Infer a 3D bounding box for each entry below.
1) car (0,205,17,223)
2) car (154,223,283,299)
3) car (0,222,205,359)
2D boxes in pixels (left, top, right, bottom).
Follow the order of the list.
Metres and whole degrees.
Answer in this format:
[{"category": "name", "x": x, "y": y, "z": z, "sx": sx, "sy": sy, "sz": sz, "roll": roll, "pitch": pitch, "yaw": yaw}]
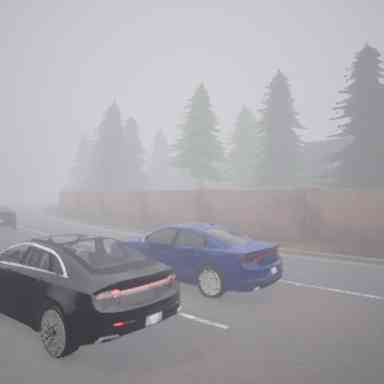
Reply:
[{"category": "car", "x": -12.863, "y": 1.576, "z": 21.625, "sx": 1.882, "sy": 1.535, "sz": 5.008, "roll": 0, "pitch": 0, "yaw": -40}, {"category": "car", "x": -0.154, "y": 1.547, "z": 8.760, "sx": 5.008, "sy": 1.535, "sz": 1.882, "roll": 0, "pitch": 0, "yaw": 39}, {"category": "car", "x": -2.409, "y": 1.528, "z": 6.094, "sx": 4.902, "sy": 1.511, "sz": 2.128, "roll": 0, "pitch": -1, "yaw": 39}]
